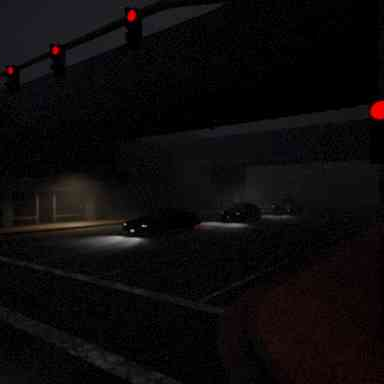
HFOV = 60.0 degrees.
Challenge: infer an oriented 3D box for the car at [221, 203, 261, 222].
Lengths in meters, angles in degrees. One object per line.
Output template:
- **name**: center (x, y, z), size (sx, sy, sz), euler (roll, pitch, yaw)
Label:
- **car**: center (4.144, 1.623, 27.388), size (1.812, 1.442, 4.674), euler (-1, 0, 36)

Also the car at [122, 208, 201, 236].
- **car**: center (-1.573, 1.647, 19.591), size (2.033, 1.411, 5.357), euler (-1, 0, 36)

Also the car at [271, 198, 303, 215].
- **car**: center (10.219, 1.447, 35.682), size (2.097, 1.767, 4.553), euler (-1, 0, 36)
